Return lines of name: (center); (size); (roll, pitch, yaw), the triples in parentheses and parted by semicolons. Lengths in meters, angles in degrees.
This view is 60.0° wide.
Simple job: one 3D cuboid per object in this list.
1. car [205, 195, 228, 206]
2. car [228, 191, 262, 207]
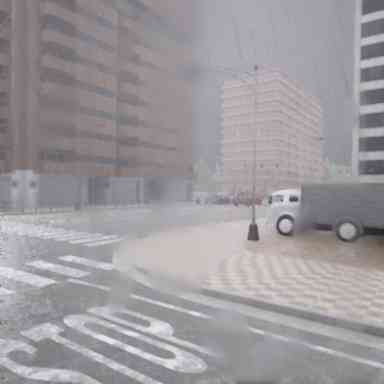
car: (3.664, 1.154, 45.863); (1.812, 1.442, 4.674); (1, 1, 36)
car: (7.574, 0.916, 45.277); (2.150, 2.045, 5.566); (1, 0, 36)
